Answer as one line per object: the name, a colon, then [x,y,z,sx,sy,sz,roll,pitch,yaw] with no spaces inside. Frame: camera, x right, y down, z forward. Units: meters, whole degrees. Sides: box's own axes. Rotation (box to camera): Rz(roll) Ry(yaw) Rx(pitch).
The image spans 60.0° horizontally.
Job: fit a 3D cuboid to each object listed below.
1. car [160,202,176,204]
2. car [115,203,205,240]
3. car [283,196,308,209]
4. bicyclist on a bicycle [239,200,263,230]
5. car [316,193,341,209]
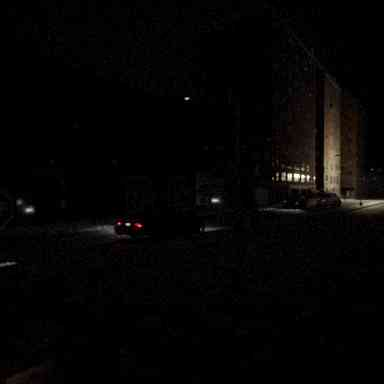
car: [-1.657,1.464,21.894,1.837,1.490,4.892,0,0,36]
car: [-1.447,1.521,17.113,2.033,1.411,5.357,0,0,36]
car: [13.337,1.268,42.770,2.097,1.767,4.553,0,0,36]
bicyclist on a bicycle: [3.199,1.275,18.614,1.656,1.620,0.582,0,0,36]
car: [18.595,1.141,45.162,2.150,2.045,5.566,0,0,36]
